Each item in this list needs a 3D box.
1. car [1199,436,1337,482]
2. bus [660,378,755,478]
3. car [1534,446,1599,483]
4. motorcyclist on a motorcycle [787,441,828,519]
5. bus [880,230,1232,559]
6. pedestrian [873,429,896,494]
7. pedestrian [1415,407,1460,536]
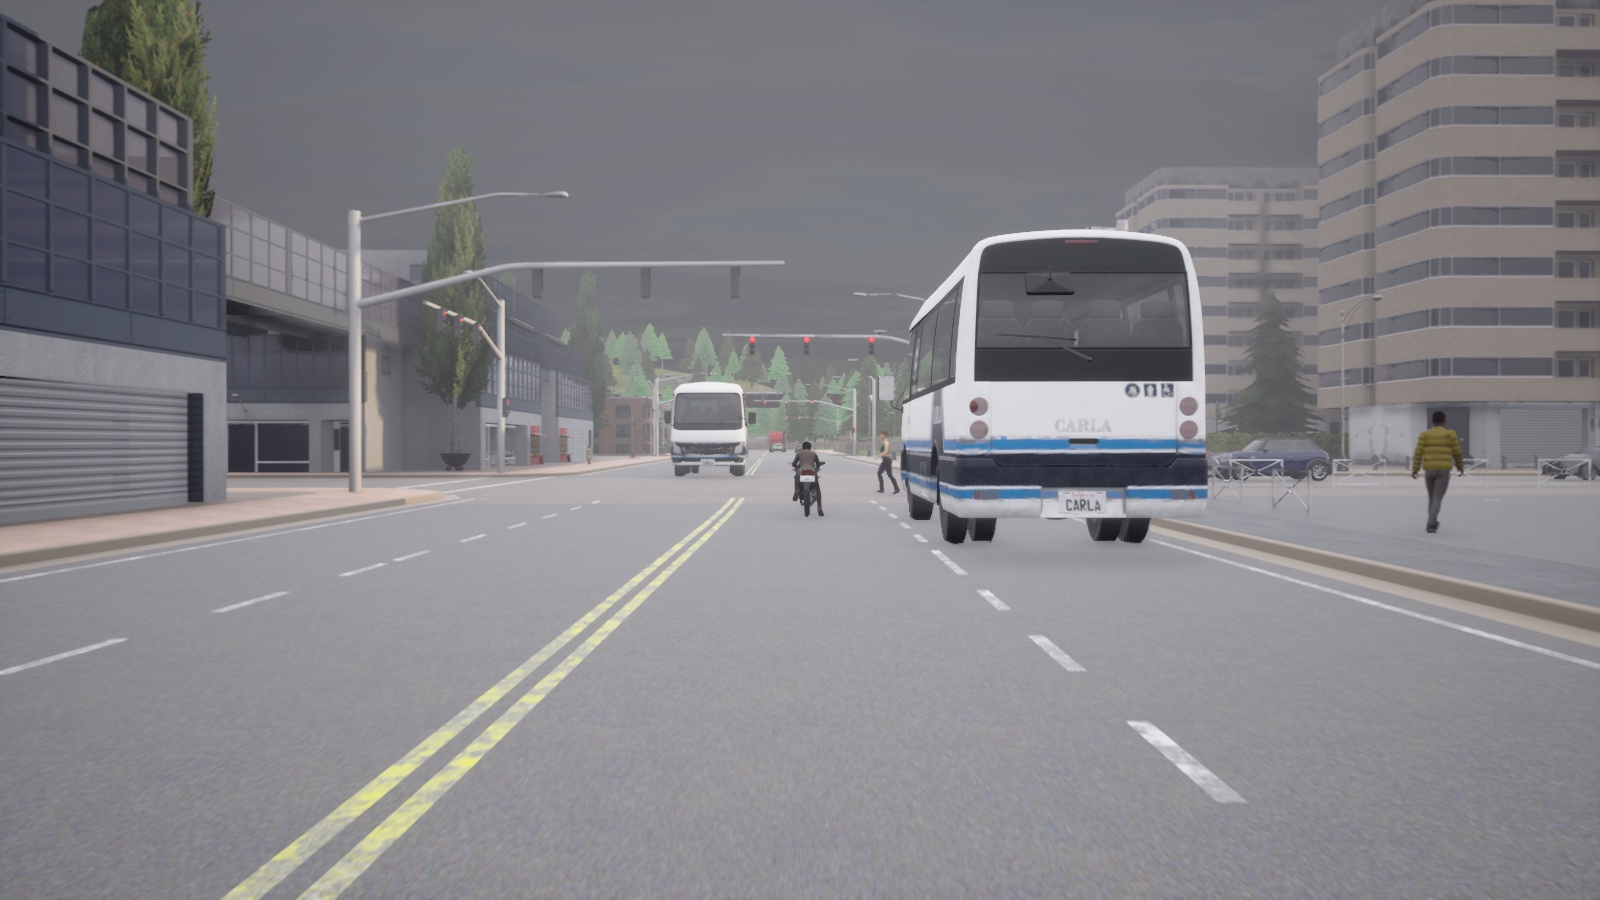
[{"bbox_3d":[18.181,0.344,48.917,4.553,1.767,2.097,0,0,-1],"label":"car"},{"bbox_3d":[-4.119,-0.963,58.507,3.944,4.253,10.273,0,0,-2],"label":"bus"},{"bbox_3d":[31.462,0.558,49.230,4.181,1.385,1.994,0,0,-1],"label":"car"},{"bbox_3d":[0.140,0.584,25.621,0.797,1.523,2.044,0,0,0],"label":"motorcyclist on a motorcycle"},{"bbox_3d":[3.634,-0.747,21.367,3.944,4.253,10.273,0,0,0],"label":"bus"},{"bbox_3d":[2.415,0.334,35.735,0.594,1.836,0.345,0,0,-7],"label":"pedestrian"},{"bbox_3d":[9.320,0.309,18.347,0.431,1.840,0.709,0,0,40],"label":"pedestrian"}]
